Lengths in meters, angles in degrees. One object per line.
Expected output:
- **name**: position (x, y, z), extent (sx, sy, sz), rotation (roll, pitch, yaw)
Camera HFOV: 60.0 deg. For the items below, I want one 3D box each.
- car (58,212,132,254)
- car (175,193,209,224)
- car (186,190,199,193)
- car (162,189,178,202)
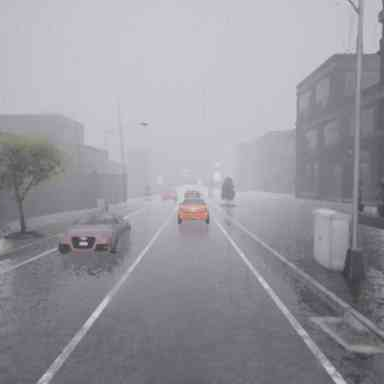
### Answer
- **car**: position (-3.598, 1.506, 13.016), extent (1.994, 1.385, 4.181), rotation (0, 0, 0)
- **car**: position (0.099, 1.182, 23.599), extent (2.097, 1.767, 4.553), rotation (0, 1, 0)
- **car**: position (0.078, 0.732, 43.824), extent (2.150, 2.045, 5.566), rotation (0, 1, 0)
- **car**: position (-3.535, 0.563, 54.282), extent (2.150, 2.045, 5.566), rotation (0, 1, 1)
